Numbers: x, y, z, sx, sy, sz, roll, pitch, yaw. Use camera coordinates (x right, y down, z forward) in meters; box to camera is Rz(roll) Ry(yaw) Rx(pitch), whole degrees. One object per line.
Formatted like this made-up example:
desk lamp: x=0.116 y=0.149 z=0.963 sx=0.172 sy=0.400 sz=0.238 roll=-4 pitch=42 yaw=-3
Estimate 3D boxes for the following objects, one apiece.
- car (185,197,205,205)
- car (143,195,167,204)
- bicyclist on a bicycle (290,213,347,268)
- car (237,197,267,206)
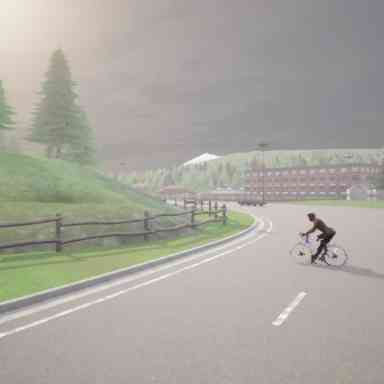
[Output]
car: x=0.420 y=1.564 z=60.125 sx=1.994 sy=1.385 sz=4.181 roll=0 pitch=0 yaw=-38
car: x=-6.922 y=1.601 z=63.762 sx=1.895 sy=1.301 sz=4.718 roll=0 pitch=0 yaw=-40
bicyclist on a bicycle: x=3.788 y=1.453 z=10.055 sx=1.656 sy=1.620 sz=0.582 roll=-1 pitch=0 yaw=30
car: x=9.636 y=1.547 z=53.388 sx=2.033 sy=1.411 sz=5.357 roll=0 pitch=0 yaw=-33
